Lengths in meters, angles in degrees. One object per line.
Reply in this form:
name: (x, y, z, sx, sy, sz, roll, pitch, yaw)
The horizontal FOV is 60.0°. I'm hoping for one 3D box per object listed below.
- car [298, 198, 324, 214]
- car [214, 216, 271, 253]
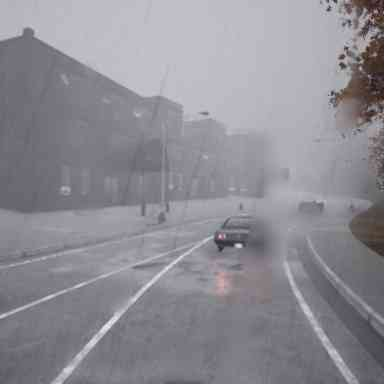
car: (12.527, 1.436, 34.929, 1.837, 1.490, 4.892, -1, 0, 32)
car: (2.307, 1.648, 14.115, 1.895, 1.301, 4.718, 0, 0, 16)
